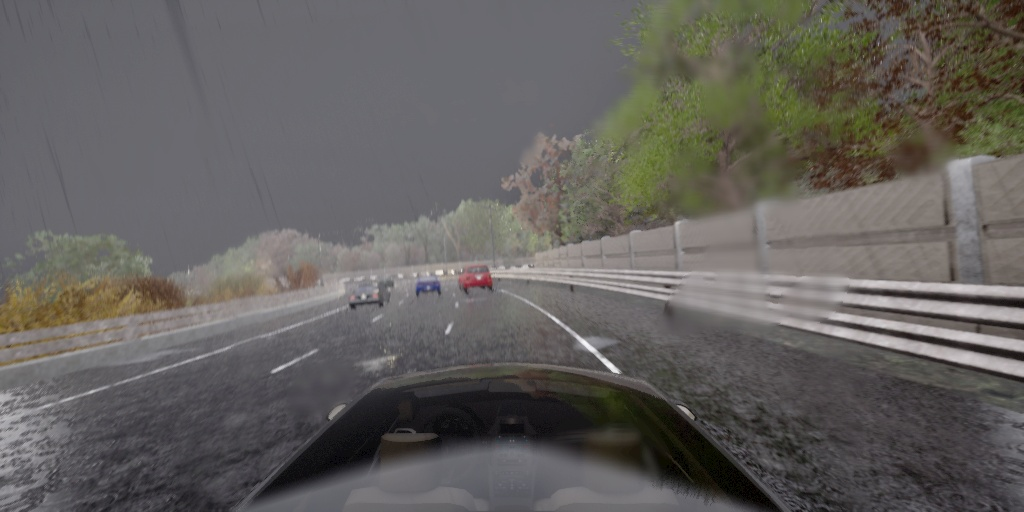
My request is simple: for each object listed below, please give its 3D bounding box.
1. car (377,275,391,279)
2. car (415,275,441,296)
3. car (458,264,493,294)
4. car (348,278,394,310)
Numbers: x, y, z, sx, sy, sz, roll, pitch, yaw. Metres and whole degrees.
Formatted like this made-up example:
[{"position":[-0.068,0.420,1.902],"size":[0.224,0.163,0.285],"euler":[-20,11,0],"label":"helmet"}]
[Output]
[{"position":[-16.995,3.373,47.530],"size":[2.097,1.767,4.553],"euler":[-4,-1,-25],"label":"car"},{"position":[-6.914,2.345,29.520],"size":[1.882,1.535,5.008],"euler":[-4,-1,-14],"label":"car"},{"position":[-2.925,1.744,28.138],"size":[2.150,2.045,5.566],"euler":[-4,-1,-13],"label":"car"},{"position":[-8.740,2.420,22.311],"size":[2.033,1.411,5.357],"euler":[-4,-1,-12],"label":"car"}]
